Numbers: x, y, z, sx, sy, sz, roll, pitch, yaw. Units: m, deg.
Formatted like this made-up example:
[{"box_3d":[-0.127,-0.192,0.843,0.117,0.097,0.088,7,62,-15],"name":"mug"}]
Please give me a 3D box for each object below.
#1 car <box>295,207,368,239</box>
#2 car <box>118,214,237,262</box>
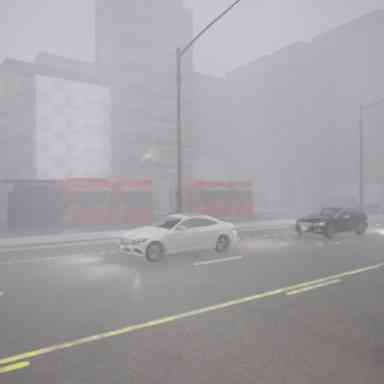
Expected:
[{"box_3d":[7.576,1.572,17.942,4.902,1.511,2.128,1,0,-35],"name":"car"},{"box_3d":[-0.391,1.544,12.270,4.674,1.442,1.812,0,0,-35],"name":"car"}]
